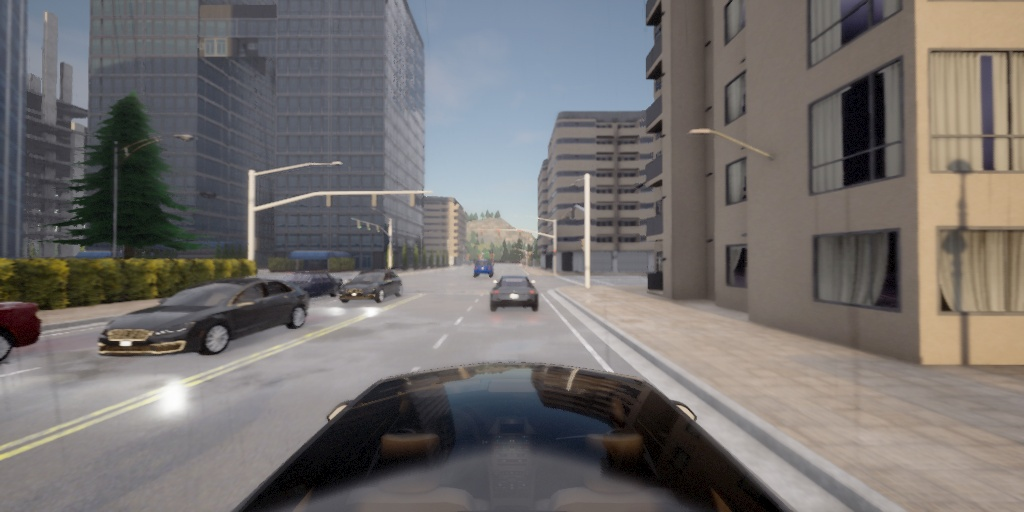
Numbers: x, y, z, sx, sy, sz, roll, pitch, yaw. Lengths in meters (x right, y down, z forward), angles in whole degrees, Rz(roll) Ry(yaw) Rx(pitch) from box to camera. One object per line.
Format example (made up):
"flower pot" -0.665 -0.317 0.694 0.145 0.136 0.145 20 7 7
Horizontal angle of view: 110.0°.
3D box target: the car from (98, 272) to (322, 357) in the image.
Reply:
"car" -7.078 1.353 9.004 1.837 1.490 4.892 0 0 0

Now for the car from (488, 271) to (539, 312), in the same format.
"car" 0.101 1.505 15.444 1.994 1.385 4.181 0 -1 0

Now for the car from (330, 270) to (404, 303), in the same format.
"car" -6.997 1.486 18.301 1.837 1.490 4.892 0 -1 0

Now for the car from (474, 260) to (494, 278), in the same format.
"car" -3.395 1.559 43.933 2.150 2.045 5.566 0 -1 0

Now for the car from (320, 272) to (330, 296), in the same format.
"car" -10.497 1.528 18.301 2.033 1.411 5.357 0 -1 0

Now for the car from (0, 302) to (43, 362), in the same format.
"car" -10.588 1.276 5.179 1.882 1.535 5.008 0 -1 0
